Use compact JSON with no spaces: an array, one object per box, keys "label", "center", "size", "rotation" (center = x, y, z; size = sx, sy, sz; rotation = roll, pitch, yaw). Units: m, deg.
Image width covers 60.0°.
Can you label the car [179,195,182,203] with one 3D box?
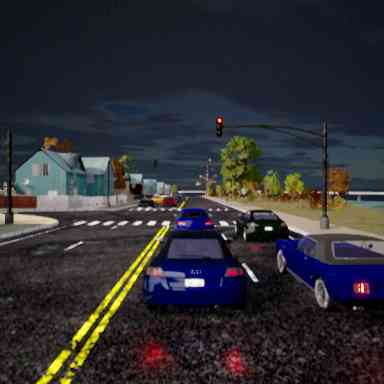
[{"label":"car","center":[-3.359,1.505,66.361],"size":[2.128,1.511,4.902],"rotation":[0,0,0]}]

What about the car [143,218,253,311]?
[{"label":"car","center":[0.081,1.559,7.830],"size":[1.994,1.385,4.181],"rotation":[0,0,1]}]

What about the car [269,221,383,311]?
[{"label":"car","center":[3.344,1.596,7.670],"size":[1.895,1.301,4.718],"rotation":[0,0,0]}]

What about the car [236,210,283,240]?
[{"label":"car","center":[3.328,1.555,16.431],"size":[1.994,1.385,4.181],"rotation":[0,0,0]}]

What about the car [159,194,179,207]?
[{"label":"car","center":[-3.400,1.475,50.047],"size":[1.882,1.535,5.008],"rotation":[0,0,1]}]

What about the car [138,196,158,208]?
[{"label":"car","center":[-6.654,1.560,48.926],"size":[1.994,1.385,4.181],"rotation":[0,0,0]}]

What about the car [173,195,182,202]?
[{"label":"car","center":[-3.352,1.506,78.604],"size":[1.882,1.535,5.008],"rotation":[0,0,0]}]

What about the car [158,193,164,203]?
[{"label":"car","center":[-6.630,1.486,63.124],"size":[1.882,1.535,5.008],"rotation":[0,0,0]}]

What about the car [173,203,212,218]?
[{"label":"car","center":[0.064,1.516,16.518],"size":[1.812,1.442,4.674],"rotation":[0,0,-2]}]
